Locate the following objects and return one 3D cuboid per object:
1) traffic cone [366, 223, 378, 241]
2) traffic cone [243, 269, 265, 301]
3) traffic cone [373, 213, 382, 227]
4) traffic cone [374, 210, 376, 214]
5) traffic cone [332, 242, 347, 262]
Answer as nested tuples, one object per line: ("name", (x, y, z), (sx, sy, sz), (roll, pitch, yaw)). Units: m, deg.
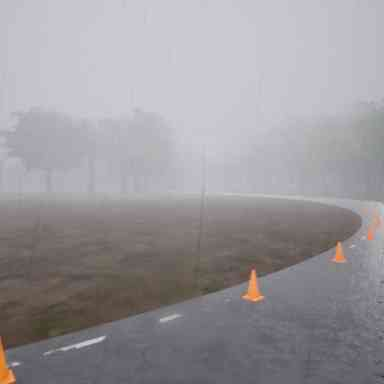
("traffic cone", (7.546, 1.732, 14.058), (0.340, 0.580, 0.340), (0, 1, 36))
("traffic cone", (1.301, 1.929, 6.998), (0.340, 0.580, 0.340), (-1, 1, -43))
("traffic cone", (10.102, 1.594, 18.029), (0.340, 0.580, 0.340), (0, 1, 30))
("traffic cone", (12.242, 1.459, 22.239), (0.340, 0.580, 0.340), (0, 1, 24))
("traffic cone", (4.602, 1.851, 10.370), (0.340, 0.580, 0.340), (0, 1, 42))
